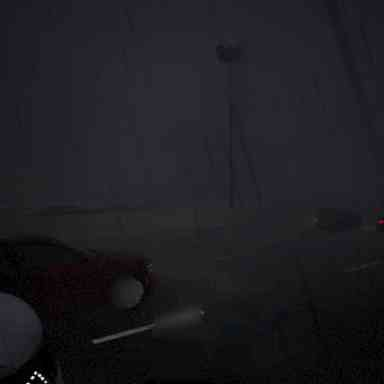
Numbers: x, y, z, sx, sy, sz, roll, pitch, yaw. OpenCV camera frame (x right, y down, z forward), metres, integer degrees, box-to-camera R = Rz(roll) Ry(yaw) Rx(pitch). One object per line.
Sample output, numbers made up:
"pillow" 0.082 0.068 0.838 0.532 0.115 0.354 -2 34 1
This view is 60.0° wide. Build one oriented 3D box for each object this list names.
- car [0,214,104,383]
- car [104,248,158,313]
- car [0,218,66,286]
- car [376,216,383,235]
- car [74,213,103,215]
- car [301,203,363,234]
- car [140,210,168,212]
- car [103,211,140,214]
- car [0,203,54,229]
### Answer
"car" -3.452 1.228 1.317 5.566 2.045 2.150 0 0 -36
"car" -2.992 1.480 5.963 5.008 1.535 1.882 0 0 -36
"car" -5.797 1.531 8.243 4.674 1.442 1.812 0 0 -36
"car" 11.559 1.517 17.508 5.357 1.411 2.033 0 0 -41
"car" -8.205 1.481 19.799 5.008 1.535 1.882 0 0 -37
"car" 8.144 1.538 19.233 4.181 1.385 1.994 0 0 -41
"car" -4.488 1.550 36.306 4.181 1.385 1.994 0 0 -41
"car" -7.325 1.521 29.344 4.674 1.442 1.812 0 0 -39
"car" -11.668 1.534 21.574 4.674 1.442 1.812 0 0 -37
